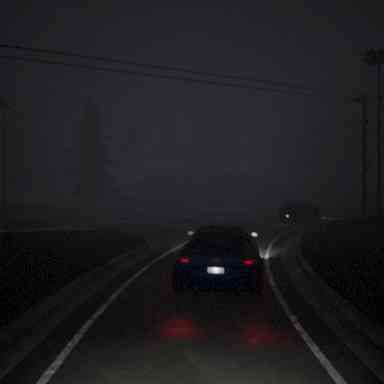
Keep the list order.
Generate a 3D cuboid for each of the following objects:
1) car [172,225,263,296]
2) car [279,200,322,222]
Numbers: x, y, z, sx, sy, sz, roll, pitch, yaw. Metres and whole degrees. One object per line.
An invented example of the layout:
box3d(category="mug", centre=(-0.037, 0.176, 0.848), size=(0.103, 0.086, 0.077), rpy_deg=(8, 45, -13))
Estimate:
box3d(category="car", centre=(0.768, 1.530, 8.663), size=(1.994, 1.385, 4.181), rpy_deg=(0, 0, 8))
box3d(category="car", centre=(8.331, 1.408, 25.437), size=(1.837, 1.490, 4.892), rpy_deg=(-1, 0, 40))
